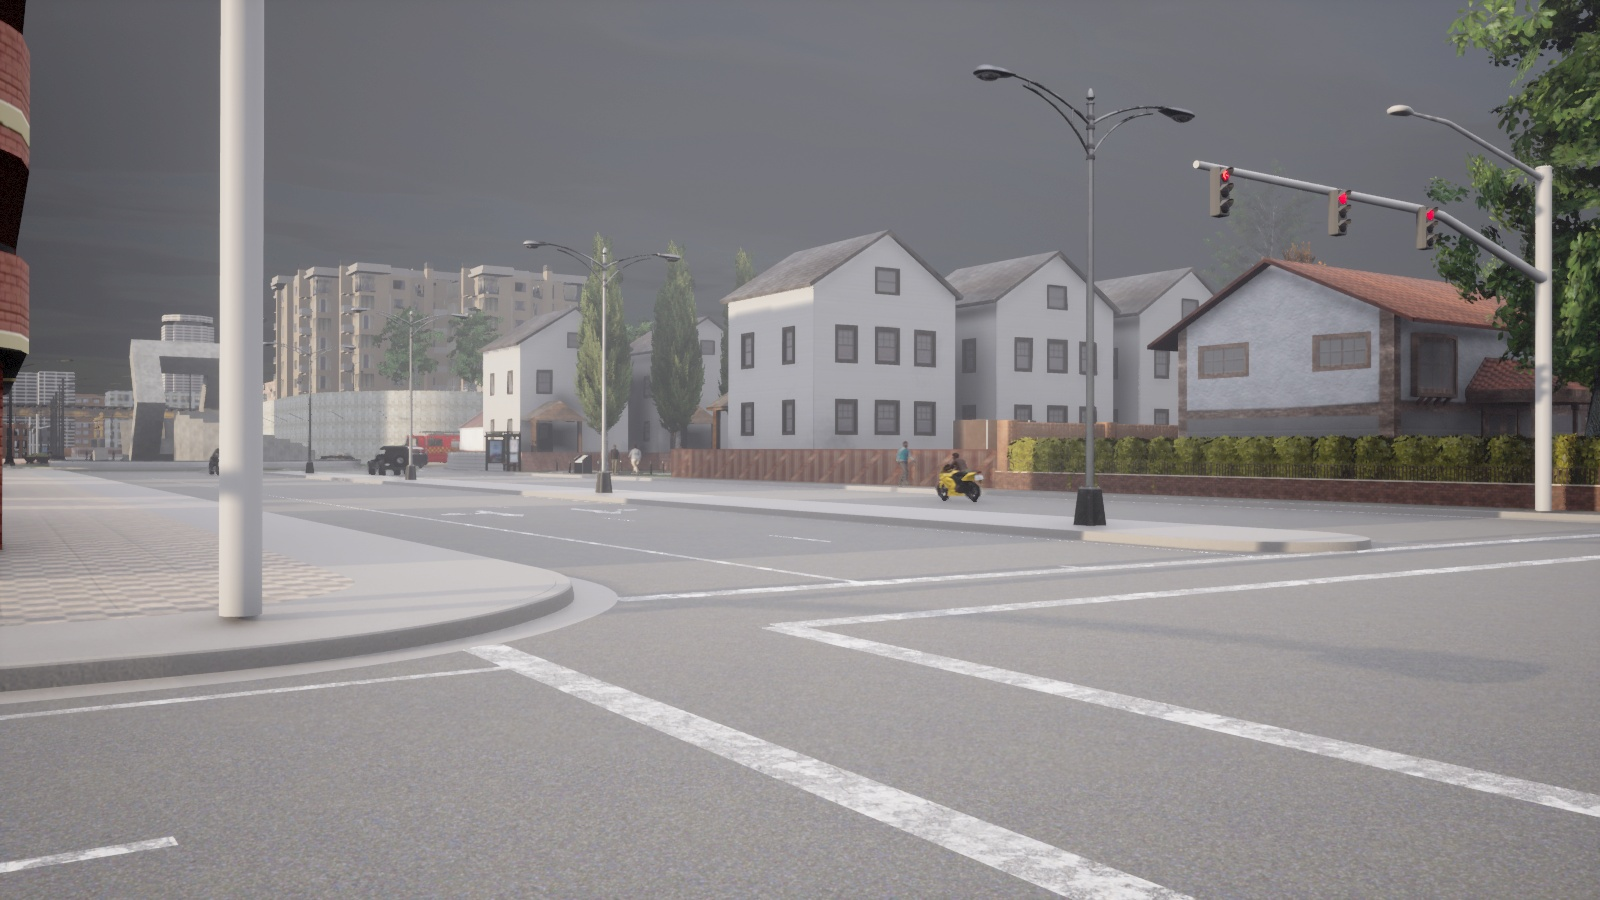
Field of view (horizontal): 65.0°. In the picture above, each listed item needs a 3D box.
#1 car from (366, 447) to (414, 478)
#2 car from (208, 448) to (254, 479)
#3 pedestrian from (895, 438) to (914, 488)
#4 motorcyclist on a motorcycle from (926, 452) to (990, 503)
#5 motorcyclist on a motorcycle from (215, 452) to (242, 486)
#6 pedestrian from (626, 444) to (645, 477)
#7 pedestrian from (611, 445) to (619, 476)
[{"bbox_3d":[-25.492,0.786,78.020,1.905,1.878,3.866,0,0,-33],"label":"car"},{"bbox_3d":[-36.080,0.833,79.533,1.932,1.855,4.605,0,0,-34],"label":"car"},{"bbox_3d":[4.132,0.512,49.559,0.396,1.930,0.692,0,0,-34],"label":"pedestrian"},{"bbox_3d":[4.836,0.811,38.472,0.797,1.523,2.044,0,0,-33],"label":"motorcyclist on a motorcycle"},{"bbox_3d":[-27.206,0.902,59.755,0.866,1.590,1.817,0,0,-33],"label":"motorcyclist on a motorcycle"},{"bbox_3d":[-9.487,0.594,72.421,0.874,1.855,0.900,0,0,-26],"label":"pedestrian"},{"bbox_3d":[-11.016,0.606,74.735,0.431,1.840,0.703,0,0,-15],"label":"pedestrian"}]
